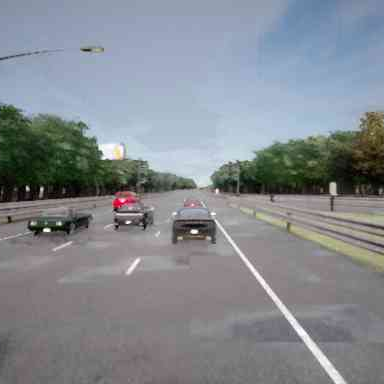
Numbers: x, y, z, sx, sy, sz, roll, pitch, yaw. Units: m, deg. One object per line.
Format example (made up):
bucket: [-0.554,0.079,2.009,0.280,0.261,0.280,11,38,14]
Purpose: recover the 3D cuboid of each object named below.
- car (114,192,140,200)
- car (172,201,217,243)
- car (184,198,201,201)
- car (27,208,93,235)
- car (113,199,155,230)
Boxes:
car: [-6.914,1.014,35.783,2.150,2.045,5.566,0,0,0]
car: [0.094,1.410,15.771,1.882,1.535,5.008,0,0,0]
car: [0.086,1.349,37.062,1.994,1.385,4.181,0,0,0]
car: [-6.907,1.516,18.053,1.895,1.301,4.718,0,0,0]
car: [-3.409,1.390,20.182,2.128,1.511,4.902,0,0,0]
